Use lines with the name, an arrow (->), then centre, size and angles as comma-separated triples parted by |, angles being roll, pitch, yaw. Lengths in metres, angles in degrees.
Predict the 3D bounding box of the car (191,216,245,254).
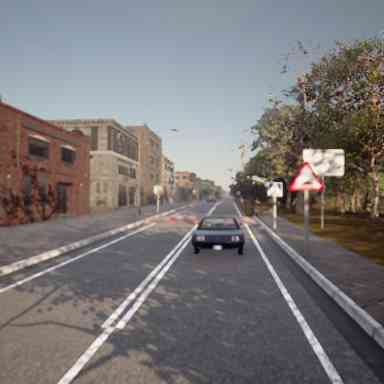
car -> 1.135, 1.646, 13.796 | 1.895, 1.301, 4.718 | 0, 0, 6

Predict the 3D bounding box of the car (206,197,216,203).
car -> 4.187, 1.718, 72.489 | 1.994, 1.385, 4.181 | 0, -1, 6
